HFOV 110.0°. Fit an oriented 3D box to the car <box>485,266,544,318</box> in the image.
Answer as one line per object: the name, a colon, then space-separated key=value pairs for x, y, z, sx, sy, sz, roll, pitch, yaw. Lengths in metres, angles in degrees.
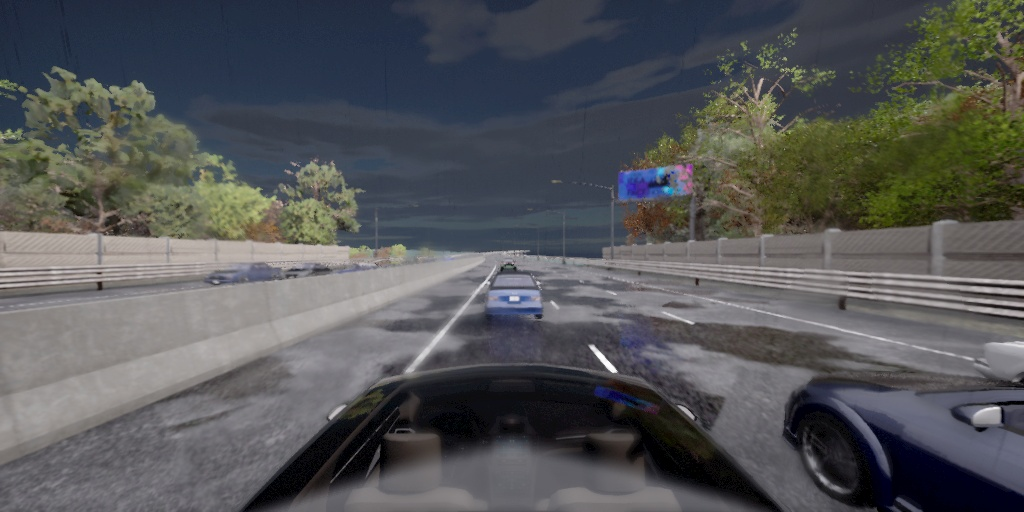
car: x=0.053 y=1.241 z=12.616 sx=2.033 sy=1.411 sz=5.357 roll=0 pitch=0 yaw=0

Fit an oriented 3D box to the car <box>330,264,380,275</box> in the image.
car: x=-10.786 y=1.229 z=25.682 sx=1.895 sy=1.301 sz=4.718 roll=0 pitch=0 yaw=-1

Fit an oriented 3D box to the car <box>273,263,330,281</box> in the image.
car: x=-14.281 y=1.195 z=25.199 sx=1.994 sy=1.385 sz=4.181 roll=0 pitch=0 yaw=-1

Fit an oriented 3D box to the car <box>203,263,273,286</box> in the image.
car: x=-17.765 y=1.185 z=24.170 sx=2.033 sy=1.411 sz=5.357 roll=0 pitch=0 yaw=-1

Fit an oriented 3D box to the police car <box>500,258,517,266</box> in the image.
police car: x=-0.425 y=1.032 z=43.296 sx=2.038 sy=1.542 sz=4.974 roll=0 pitch=0 yaw=-1

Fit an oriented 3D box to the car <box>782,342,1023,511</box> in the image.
car: x=3.591 y=1.313 z=1.703 sx=1.994 sy=1.385 sz=4.181 roll=0 pitch=0 yaw=0

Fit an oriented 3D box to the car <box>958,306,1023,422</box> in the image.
car: x=7.095 y=1.345 z=2.582 sx=1.895 sy=1.301 sz=4.718 roll=0 pitch=0 yaw=0
